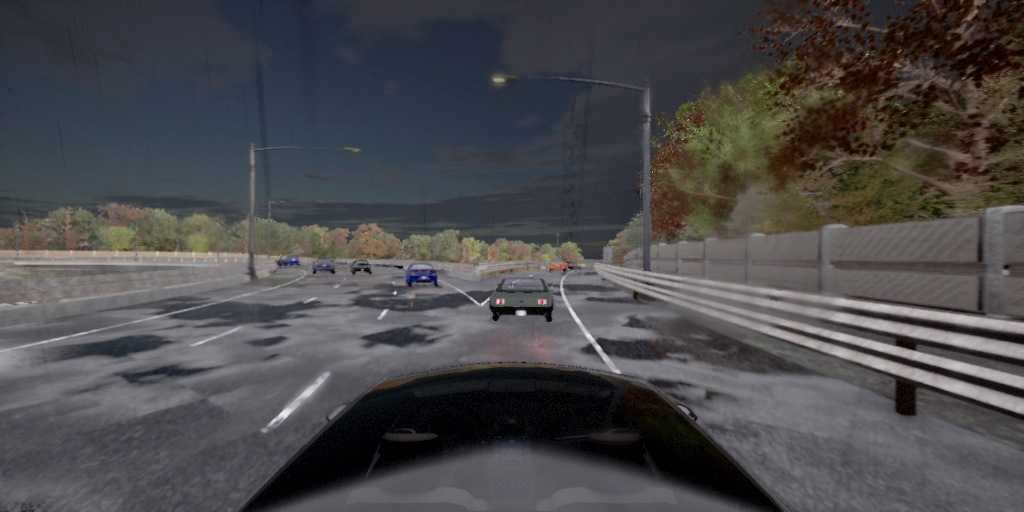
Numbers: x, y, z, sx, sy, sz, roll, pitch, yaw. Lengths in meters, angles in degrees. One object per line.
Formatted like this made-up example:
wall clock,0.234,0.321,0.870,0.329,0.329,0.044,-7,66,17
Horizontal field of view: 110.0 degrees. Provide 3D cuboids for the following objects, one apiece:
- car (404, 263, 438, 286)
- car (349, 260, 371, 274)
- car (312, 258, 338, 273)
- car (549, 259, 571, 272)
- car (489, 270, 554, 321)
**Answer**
car,-6.341,1.192,24.858,1.882,1.535,5.008,0,0,-19
car,-16.697,1.177,39.506,1.837,1.490,4.892,0,0,-28
car,-21.480,1.008,40.814,2.097,1.767,4.553,0,0,-30
car,6.226,1.126,47.531,2.097,1.767,4.553,0,-1,13
car,0.417,1.345,12.491,1.895,1.301,4.718,0,0,4
